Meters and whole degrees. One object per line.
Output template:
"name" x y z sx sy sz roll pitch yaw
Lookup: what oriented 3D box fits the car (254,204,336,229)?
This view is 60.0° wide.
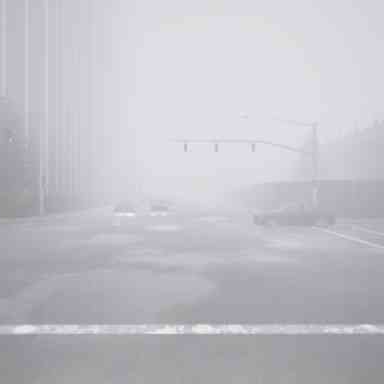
"car" 6.419 1.490 21.056 5.008 1.535 1.882 0 0 0

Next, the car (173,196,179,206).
"car" -3.586 1.472 52.851 2.033 1.411 5.357 0 0 0

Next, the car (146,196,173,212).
"car" -3.596 1.493 37.908 2.033 1.411 5.357 0 0 0

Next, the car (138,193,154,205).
"car" -7.087 1.148 52.362 2.150 2.045 5.566 0 0 0

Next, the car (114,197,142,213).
"car" -7.096 1.512 36.218 1.994 1.385 4.181 0 0 0

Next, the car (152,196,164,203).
"car" -6.995 1.505 69.064 2.033 1.411 5.357 0 0 0
